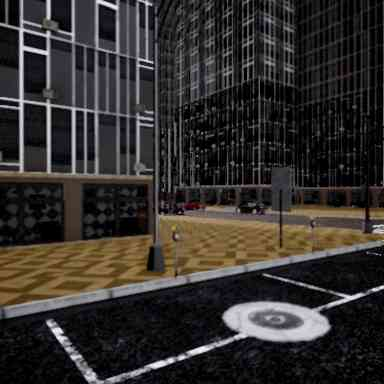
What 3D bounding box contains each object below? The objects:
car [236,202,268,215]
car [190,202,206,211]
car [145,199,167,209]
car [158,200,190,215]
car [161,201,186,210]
[{"bbox_3d":[7.035,1.900,39.487,2.008,1.369,4.403,-1,0,-36],"label":"car"},{"bbox_3d":[0.357,2.084,48.597,1.802,1.307,4.206,-1,0,-36],"label":"car"},{"bbox_3d":[-6.325,2.098,57.708,1.967,1.590,4.097,-1,0,-36],"label":"car"},{"bbox_3d":[-2.617,2.007,39.381,1.947,1.339,4.313,-1,0,-36],"label":"car"},{"bbox_3d":[-2.983,2.125,53.153,1.887,1.381,4.507,-1,0,-36],"label":"car"}]
